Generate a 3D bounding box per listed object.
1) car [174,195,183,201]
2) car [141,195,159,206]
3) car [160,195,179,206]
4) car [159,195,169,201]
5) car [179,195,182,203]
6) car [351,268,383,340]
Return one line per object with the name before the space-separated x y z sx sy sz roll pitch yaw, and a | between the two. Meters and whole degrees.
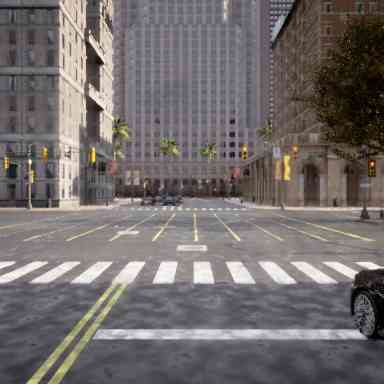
car | -3.357 1.488 82.383 1.837 1.490 4.892 0 0 1
car | -7.134 1.489 54.290 2.128 1.511 4.902 0 0 0
car | -3.641 1.545 55.052 2.033 1.411 5.357 0 0 0
car | -6.859 1.542 82.226 1.994 1.385 4.181 0 0 1
car | -3.479 1.489 69.468 2.128 1.511 4.902 0 0 1
car | 3.510 1.496 3.613 2.128 1.511 4.902 0 0 1
